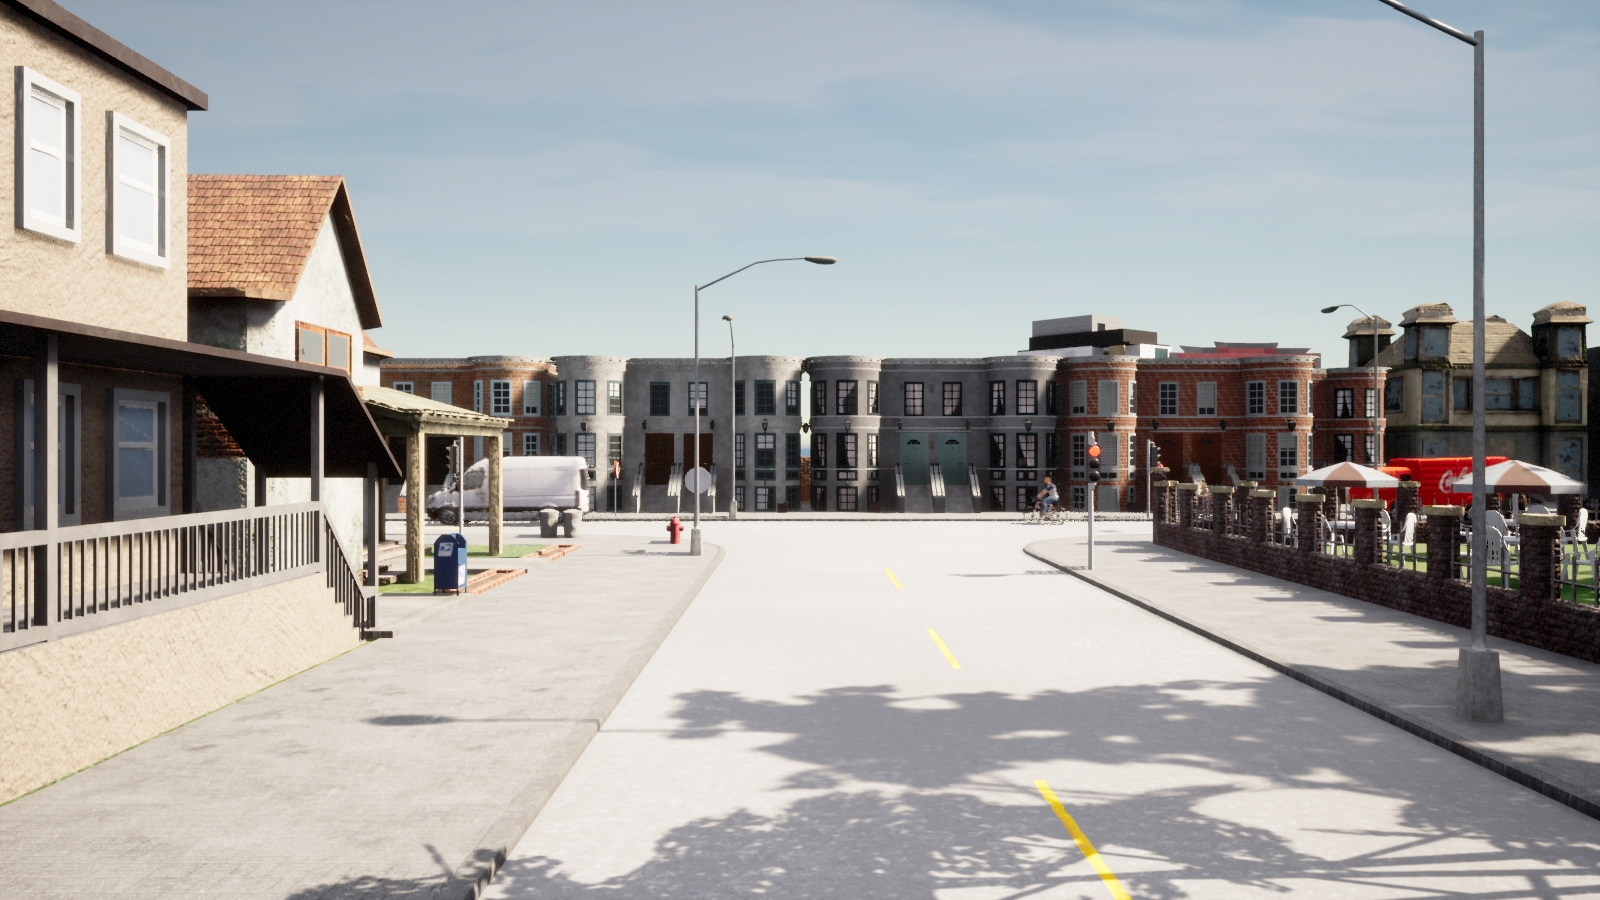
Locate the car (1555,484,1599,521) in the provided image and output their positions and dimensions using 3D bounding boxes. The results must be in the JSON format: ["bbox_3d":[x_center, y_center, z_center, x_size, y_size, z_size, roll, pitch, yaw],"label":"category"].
[{"bbox_3d":[31.223,1.935,42.746,4.718,1.301,1.895,0,0,0],"label":"car"}]

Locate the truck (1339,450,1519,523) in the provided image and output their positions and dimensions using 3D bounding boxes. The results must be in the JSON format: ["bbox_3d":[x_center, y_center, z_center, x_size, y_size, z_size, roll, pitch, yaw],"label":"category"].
[{"bbox_3d":[23.434,1.319,42.737,5.204,2.467,2.627,-2,0,0],"label":"truck"}]

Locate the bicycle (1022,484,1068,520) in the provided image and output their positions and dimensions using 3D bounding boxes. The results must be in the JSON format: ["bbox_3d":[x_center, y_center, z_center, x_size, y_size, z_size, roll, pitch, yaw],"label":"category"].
[{"bbox_3d":[9.154,1.936,42.660,1.643,1.296,0.373,0,0,-3],"label":"bicycle"}]

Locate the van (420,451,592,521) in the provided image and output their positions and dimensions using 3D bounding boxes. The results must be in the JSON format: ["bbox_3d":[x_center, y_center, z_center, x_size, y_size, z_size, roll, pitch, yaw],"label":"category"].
[{"bbox_3d":[-10.931,1.314,42.760,5.915,2.561,1.988,0,0,0],"label":"van"}]
